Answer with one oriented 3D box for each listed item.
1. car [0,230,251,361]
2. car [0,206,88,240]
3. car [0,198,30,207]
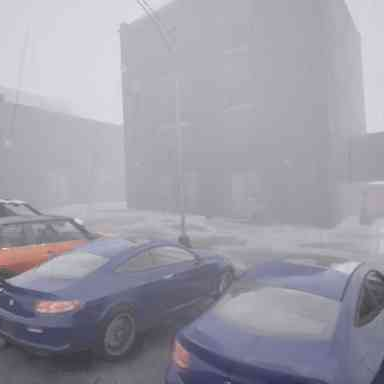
[{"bbox_3d":[-0.927,1.495,5.978,2.002,1.452,4.674,0,0,36],"label":"car"},{"bbox_3d":[-3.335,1.312,7.661,2.185,1.767,4.553,0,0,36],"label":"car"},{"bbox_3d":[-5.589,1.169,9.343,2.435,2.045,5.566,0,0,36],"label":"car"}]
